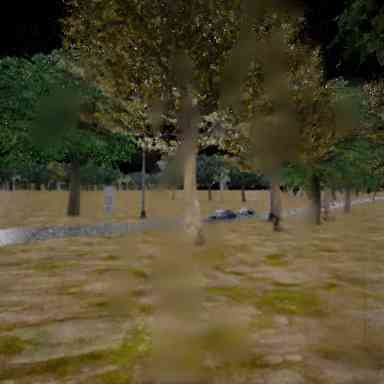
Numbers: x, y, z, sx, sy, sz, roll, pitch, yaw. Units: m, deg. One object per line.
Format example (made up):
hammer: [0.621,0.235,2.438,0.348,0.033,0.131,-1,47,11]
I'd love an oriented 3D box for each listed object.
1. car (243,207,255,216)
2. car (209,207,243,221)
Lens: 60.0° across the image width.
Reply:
car: [9.121,3.226,56.143,2.128,1.511,4.902,-1,-2,33]
car: [4.100,2.819,41.880,2.033,1.411,5.357,-1,-2,33]
